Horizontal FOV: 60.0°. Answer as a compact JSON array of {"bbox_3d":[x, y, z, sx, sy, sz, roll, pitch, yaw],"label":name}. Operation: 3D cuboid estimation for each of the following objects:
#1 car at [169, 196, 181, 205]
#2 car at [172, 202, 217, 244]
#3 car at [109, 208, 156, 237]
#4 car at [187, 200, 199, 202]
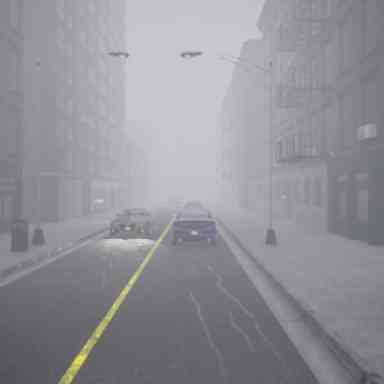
[{"bbox_3d":[-3.045,1.469,59.501,1.837,1.490,4.892,0,0,1],"label":"car"},{"bbox_3d":[0.099,1.471,15.667,1.882,1.535,5.008,0,0,0],"label":"car"},{"bbox_3d":[-3.101,1.556,18.003,1.994,1.385,4.181,0,0,0],"label":"car"},{"bbox_3d":[0.099,1.548,34.939,1.994,1.385,4.181,0,0,0],"label":"car"}]
